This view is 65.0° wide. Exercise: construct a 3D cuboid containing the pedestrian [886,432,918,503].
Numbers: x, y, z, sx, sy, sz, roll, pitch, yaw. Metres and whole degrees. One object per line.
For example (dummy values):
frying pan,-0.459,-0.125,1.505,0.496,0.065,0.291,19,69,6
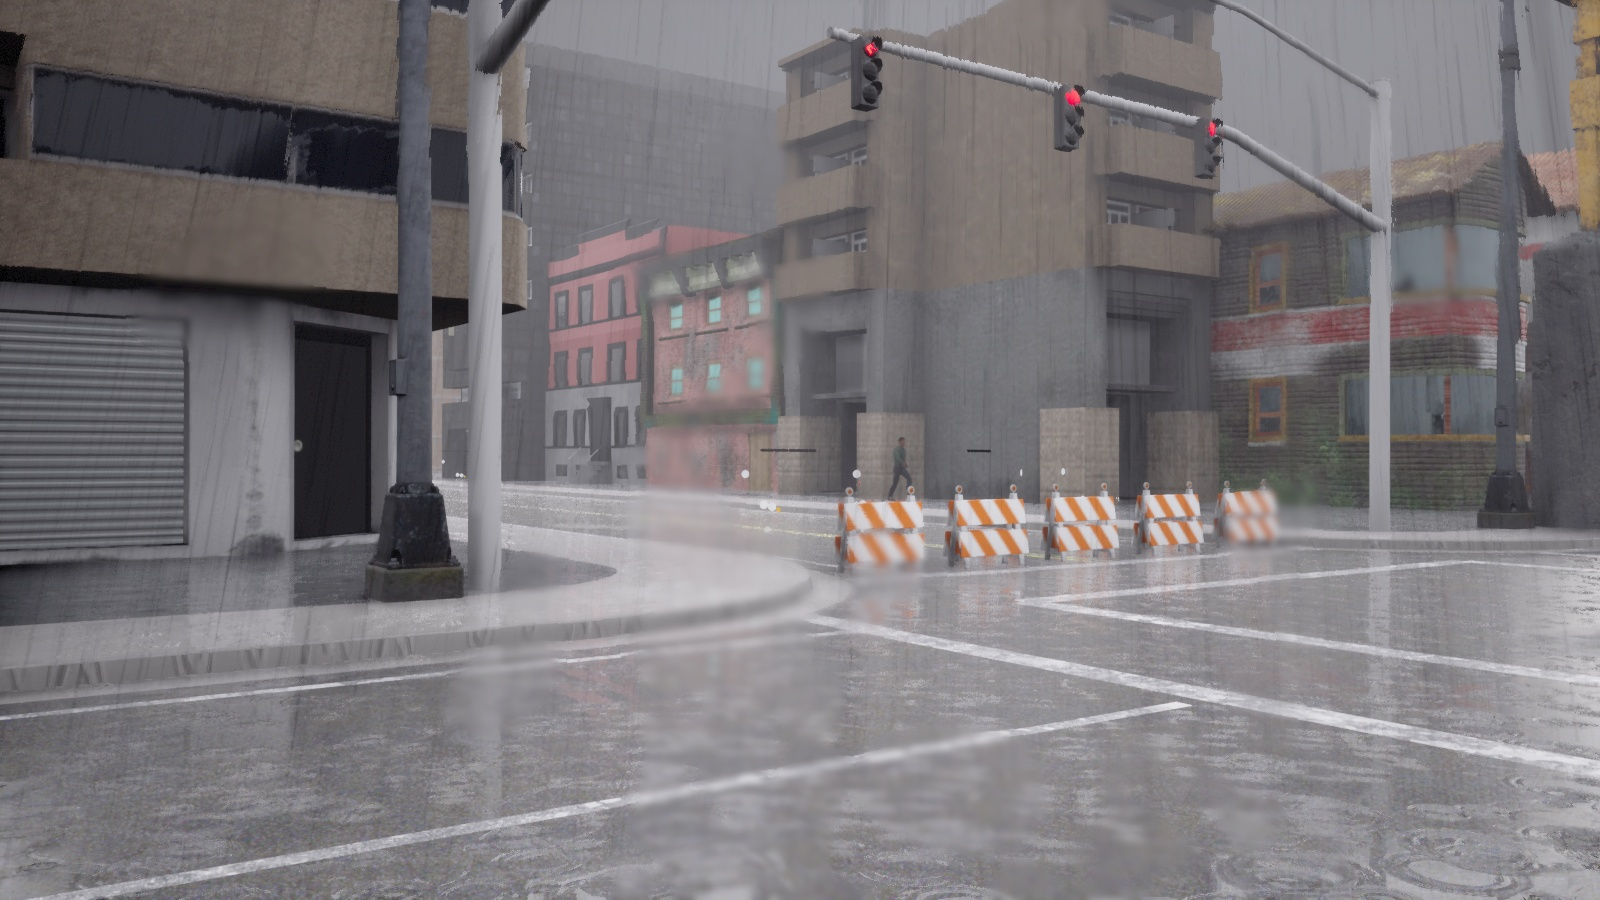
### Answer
pedestrian,2.852,0.490,35.038,0.788,1.949,0.423,0,0,42
